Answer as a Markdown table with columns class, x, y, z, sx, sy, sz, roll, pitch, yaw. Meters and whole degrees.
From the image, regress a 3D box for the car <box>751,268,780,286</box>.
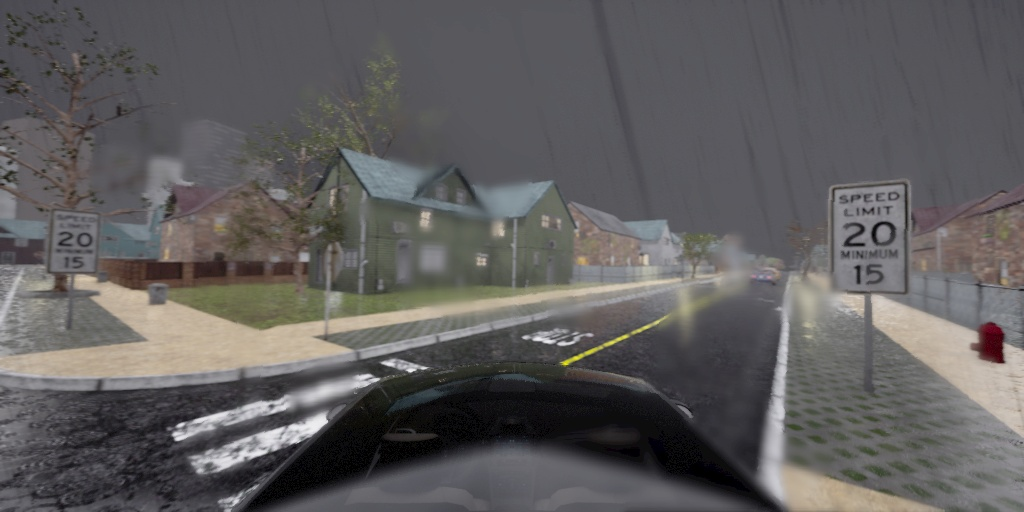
| class | x | y | z | sx | sy | sz | roll | pitch | yaw |
| --- | --- | --- | --- | --- | --- | --- | --- | --- | --- |
| car | 23.827 | 1.985 | 33.867 | 2.033 | 1.411 | 5.357 | 0 | -1 | 38 |
